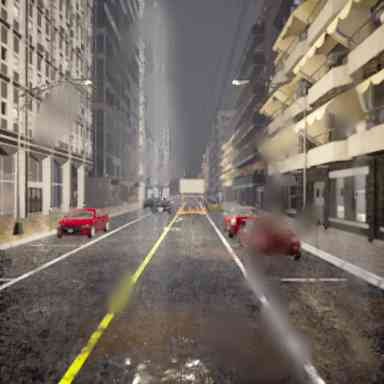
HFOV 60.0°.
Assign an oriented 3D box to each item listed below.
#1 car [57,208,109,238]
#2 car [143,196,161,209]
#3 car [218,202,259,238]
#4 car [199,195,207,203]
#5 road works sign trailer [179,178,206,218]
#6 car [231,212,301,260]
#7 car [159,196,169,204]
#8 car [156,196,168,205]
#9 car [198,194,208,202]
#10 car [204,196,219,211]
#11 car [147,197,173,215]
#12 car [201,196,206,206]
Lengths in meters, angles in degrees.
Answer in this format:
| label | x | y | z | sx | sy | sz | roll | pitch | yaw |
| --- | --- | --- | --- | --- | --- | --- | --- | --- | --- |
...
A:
| label | x | y | z | sx | sy | sz | roll | pitch | yaw |
| --- | --- | --- | --- | --- | --- | --- | --- | --- | --- |
| car | -5.687 | 1.570 | 17.812 | 1.887 | 1.381 | 4.507 | 0 | 0 | 0 |
| car | -5.685 | 1.638 | 46.054 | 1.947 | 1.339 | 4.313 | 0 | 0 | 0 |
| car | 2.693 | 1.466 | 17.811 | 1.967 | 1.590 | 4.097 | 0 | 0 | 0 |
| car | 2.697 | 1.645 | 57.351 | 2.008 | 1.369 | 4.403 | 0 | 0 | 0 |
| road works sign trailer | 0.003 | 0.510 | 30.469 | 2.380 | 3.560 | 2.880 | 0 | 0 | 0 |
| car | 2.693 | 1.599 | 12.162 | 1.802 | 1.307 | 4.206 | 0 | 0 | 0 |
| car | -5.683 | 1.645 | 68.478 | 1.752 | 1.417 | 4.829 | 0 | 0 | 0 |
| car | -5.683 | 1.547 | 63.001 | 1.967 | 1.590 | 4.097 | 0 | 0 | 0 |
| car | 2.700 | 1.460 | 79.945 | 2.192 | 1.841 | 5.009 | 0 | 0 | 0 |
| car | 2.696 | 1.588 | 40.575 | 1.752 | 1.417 | 4.829 | 0 | 0 | 0 |
| car | -3.087 | 1.546 | 35.132 | 2.128 | 1.511 | 4.902 | 0 | 0 | 0 |
| car | 2.696 | 1.638 | 46.054 | 1.947 | 1.339 | 4.313 | 0 | 0 | 0 |
